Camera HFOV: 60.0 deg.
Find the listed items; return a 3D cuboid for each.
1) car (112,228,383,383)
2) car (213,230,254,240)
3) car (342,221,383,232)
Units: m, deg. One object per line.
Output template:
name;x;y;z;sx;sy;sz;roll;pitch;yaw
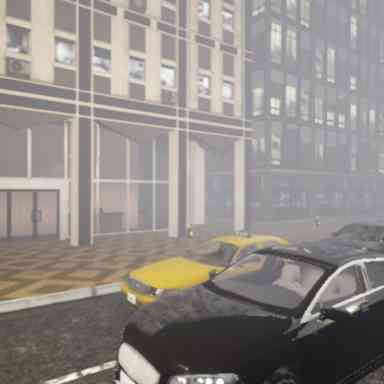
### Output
car;1.438;1.509;4.404;4.902;1.511;2.128;0;0;-35
car;0.911;1.549;7.211;4.829;1.417;1.752;0;0;-35
car;5.688;1.617;10.616;4.313;1.339;1.947;0;0;-35
